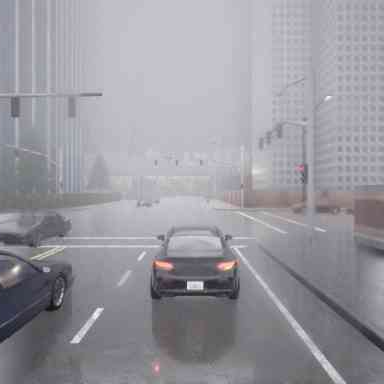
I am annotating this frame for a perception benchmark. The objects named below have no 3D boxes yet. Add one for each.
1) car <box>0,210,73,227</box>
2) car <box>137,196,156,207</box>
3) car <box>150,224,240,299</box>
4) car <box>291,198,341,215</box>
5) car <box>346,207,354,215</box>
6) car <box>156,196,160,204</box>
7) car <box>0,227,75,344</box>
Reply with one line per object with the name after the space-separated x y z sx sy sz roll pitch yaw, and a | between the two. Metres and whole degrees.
-7.114 1.547 15.026 2.033 1.411 5.357 0 0 0 | car
-7.140 1.491 50.263 2.128 1.511 4.902 0 0 0 | car
0.070 1.526 8.309 1.812 1.442 4.674 0 0 0 | car
12.383 1.352 33.512 4.553 1.767 2.097 0 0 0 | car
16.856 1.547 29.994 5.357 1.411 2.033 0 0 0 | car
-7.109 1.492 62.898 2.128 1.511 4.902 0 0 0 | car
-3.445 1.547 4.713 2.033 1.411 5.357 0 0 1 | car
